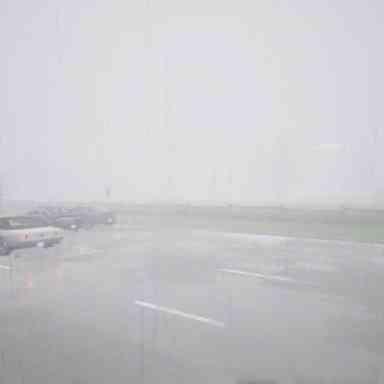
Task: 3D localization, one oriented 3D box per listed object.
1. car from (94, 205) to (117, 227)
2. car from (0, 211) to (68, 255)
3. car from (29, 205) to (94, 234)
[{"bbox_3d":[-6.938,1.571,21.838,4.674,1.442,1.812,0,0,35],"label":"car"},{"bbox_3d":[-7.383,1.636,13.559,4.718,1.301,1.895,0,0,36],"label":"car"},{"bbox_3d":[-7.999,1.534,18.298,4.902,1.511,2.128,0,0,36],"label":"car"}]
